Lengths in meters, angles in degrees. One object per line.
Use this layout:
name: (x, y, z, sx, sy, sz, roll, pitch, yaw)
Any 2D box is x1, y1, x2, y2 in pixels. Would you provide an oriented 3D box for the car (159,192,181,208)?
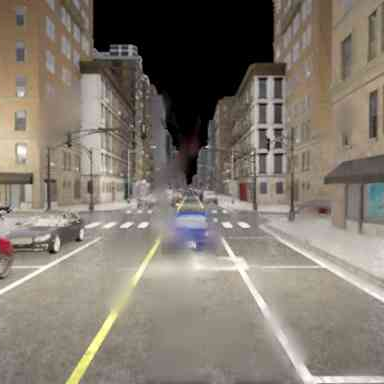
car: (-2.910, 1.112, 40.039, 2.033, 1.411, 5.357, 0, 1, 3)

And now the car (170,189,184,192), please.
car: (-2.906, 0.761, 65.937, 1.882, 1.535, 5.008, 0, 1, 0)

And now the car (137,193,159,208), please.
car: (-5.483, 1.120, 39.578, 2.008, 1.369, 4.403, 0, 1, 0)

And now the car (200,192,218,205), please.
car: (2.533, 1.061, 45.004, 2.008, 1.369, 4.403, 0, 1, 0)

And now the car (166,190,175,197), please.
car: (-5.643, 0.357, 88.228, 2.192, 1.841, 5.009, 0, 1, 0)

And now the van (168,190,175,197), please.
van: (-5.661, 0.324, 93.635, 1.690, 1.788, 3.998, 0, 1, 0)

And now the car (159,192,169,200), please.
car: (-5.572, 0.803, 66.437, 1.752, 1.417, 4.829, 0, 1, 0)

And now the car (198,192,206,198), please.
car: (2.453, 0.623, 83.014, 1.752, 1.417, 4.829, 0, 1, 0)

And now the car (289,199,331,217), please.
car: (10.492, 1.289, 27.768, 4.674, 1.442, 1.812, 0, 1, -4)

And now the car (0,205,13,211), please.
car: (-16.152, 1.247, 24.915, 4.718, 1.301, 1.895, 0, 1, 0)

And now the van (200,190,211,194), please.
van: (2.522, 0.793, 50.408, 1.690, 1.788, 3.998, 0, 1, 0)

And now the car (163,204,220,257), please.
car: (-0.011, 1.393, 12.169, 1.812, 1.442, 4.674, 0, 1, 0)

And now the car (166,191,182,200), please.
car: (-2.919, 0.969, 51.270, 1.812, 1.442, 4.674, 0, 1, 0)

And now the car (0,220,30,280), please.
car: (-5.404, 1.505, 7.023, 1.802, 1.307, 4.206, 0, 1, 0)

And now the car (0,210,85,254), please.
car: (-5.417, 1.413, 12.704, 2.008, 1.369, 4.403, 0, 1, 0)

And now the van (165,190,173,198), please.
van: (-5.626, 0.441, 82.822, 1.690, 1.788, 3.998, 0, 1, 0)

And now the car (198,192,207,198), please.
car: (2.465, 0.709, 77.440, 2.008, 1.369, 4.403, 0, 1, 0)

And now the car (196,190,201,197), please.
car: (2.488, 0.590, 66.625, 2.192, 1.841, 5.009, 0, 1, 0)
